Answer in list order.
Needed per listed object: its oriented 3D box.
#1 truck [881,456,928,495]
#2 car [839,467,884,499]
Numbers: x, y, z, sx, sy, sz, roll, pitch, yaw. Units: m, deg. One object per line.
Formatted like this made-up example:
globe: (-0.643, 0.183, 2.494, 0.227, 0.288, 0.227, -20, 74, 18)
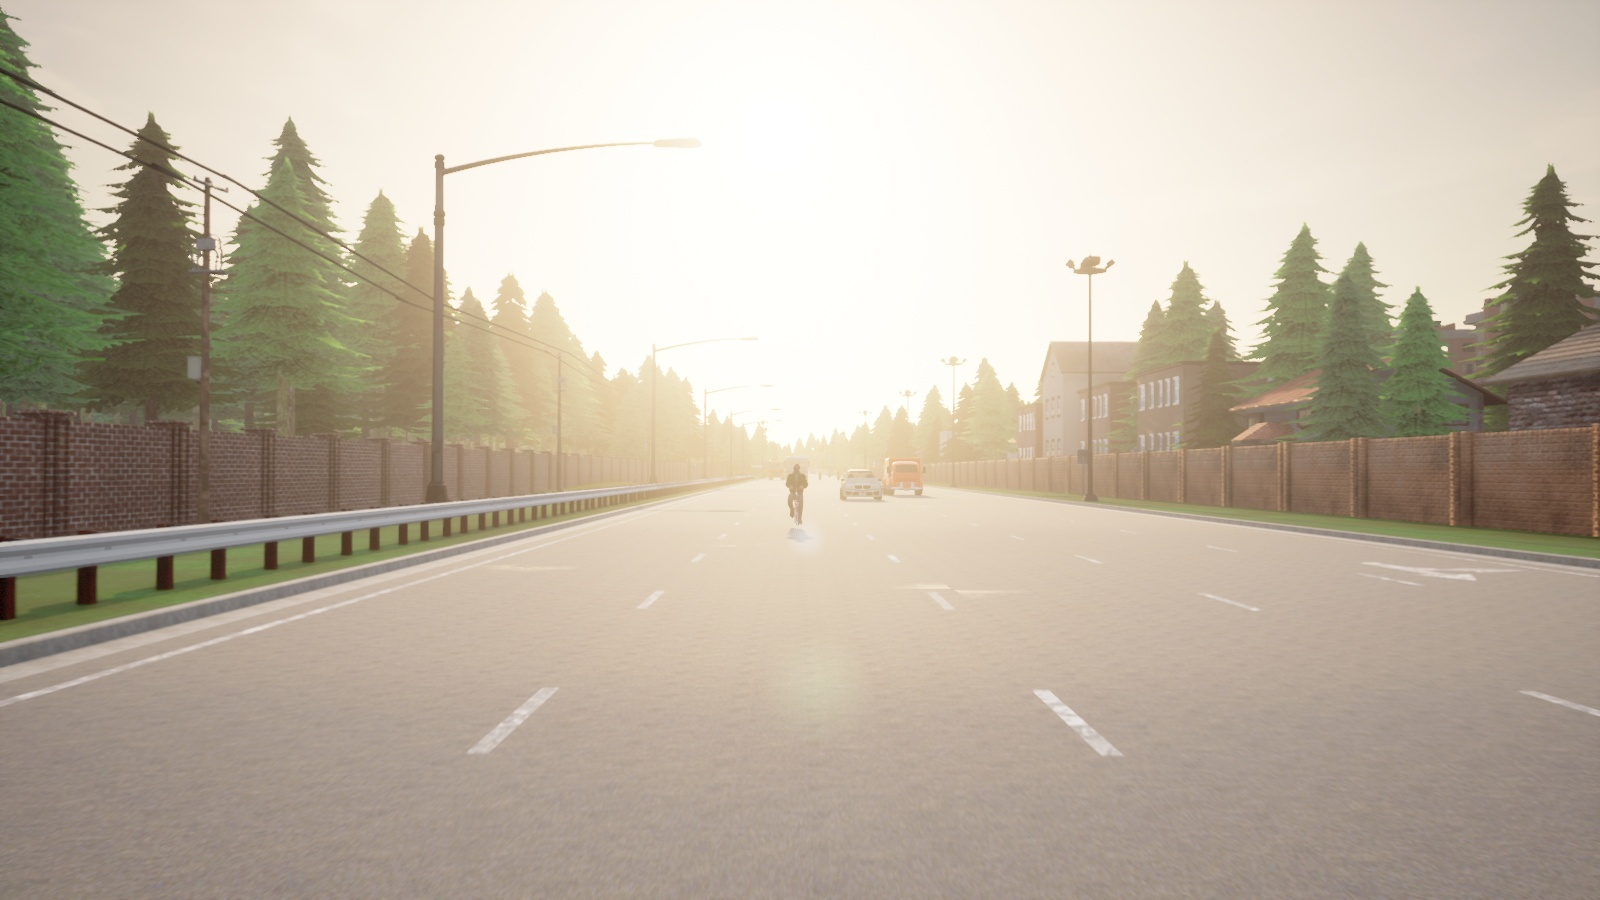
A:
truck: (6.794, 1.679, 82.345, 2.627, 2.467, 5.204, 0, -1, 0)
car: (3.329, 1.796, 68.747, 2.242, 1.667, 4.611, 0, -1, 0)
